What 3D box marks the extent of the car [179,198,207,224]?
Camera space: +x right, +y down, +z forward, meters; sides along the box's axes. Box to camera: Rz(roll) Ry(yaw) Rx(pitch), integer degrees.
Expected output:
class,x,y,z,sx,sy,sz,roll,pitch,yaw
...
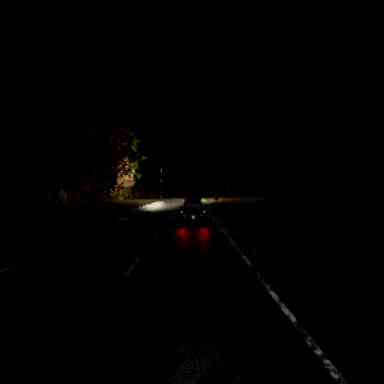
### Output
class,x,y,z,sx,sy,sz,roll,pitch,yaw
car,0.093,1.388,23.238,1.812,1.442,4.674,0,0,0

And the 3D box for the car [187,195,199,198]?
class,x,y,z,sx,sy,sz,roll,pitch,yaw
car,0.088,1.148,38.535,2.097,1.767,4.553,0,0,0
